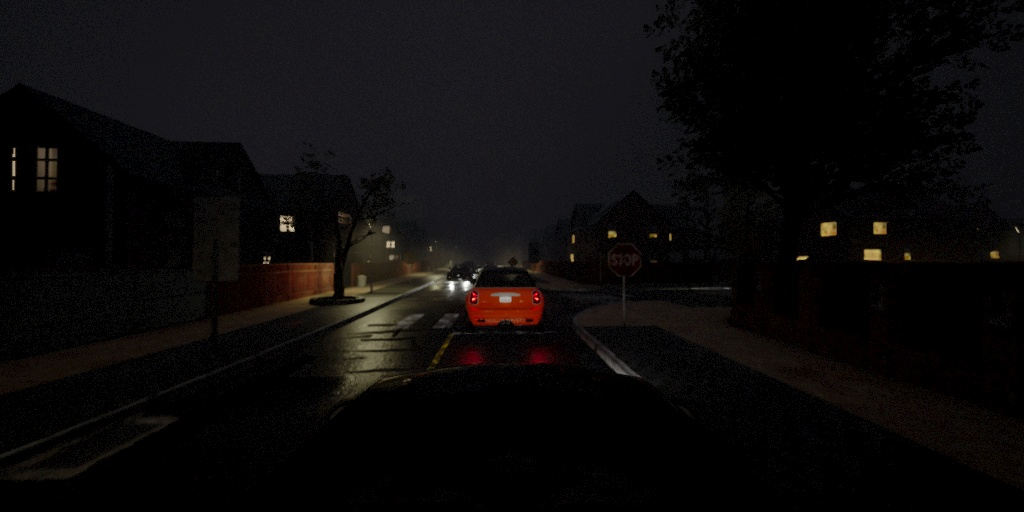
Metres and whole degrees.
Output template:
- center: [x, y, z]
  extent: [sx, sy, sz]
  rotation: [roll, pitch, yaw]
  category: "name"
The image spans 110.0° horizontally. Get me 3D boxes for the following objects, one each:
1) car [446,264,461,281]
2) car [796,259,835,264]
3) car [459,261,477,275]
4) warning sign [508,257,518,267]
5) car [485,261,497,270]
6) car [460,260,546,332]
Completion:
- center: [-4.428, 1.393, 30.901]
  extent: [1.994, 1.385, 4.181]
  rotation: [0, 0, -3]
  category: "car"
- center: [15.668, 1.030, 19.716]
  extent: [4.553, 1.767, 2.097]
  rotation: [0, -1, -5]
  category: "car"
- center: [-5.333, 1.412, 43.874]
  extent: [1.837, 1.490, 4.892]
  rotation: [0, 0, -4]
  category: "car"
- center: [0.146, 1.015, 42.408]
  extent: [1.300, 1.860, 1.060]
  rotation: [0, 0, -4]
  category: "warning sign"
- center: [-3.509, 1.599, 59.404]
  extent: [1.994, 1.385, 4.181]
  rotation: [0, 0, -3]
  category: "car"
- center: [-0.254, 1.116, 11.111]
  extent: [2.097, 1.767, 4.553]
  rotation: [0, 0, -2]
  category: "car"
